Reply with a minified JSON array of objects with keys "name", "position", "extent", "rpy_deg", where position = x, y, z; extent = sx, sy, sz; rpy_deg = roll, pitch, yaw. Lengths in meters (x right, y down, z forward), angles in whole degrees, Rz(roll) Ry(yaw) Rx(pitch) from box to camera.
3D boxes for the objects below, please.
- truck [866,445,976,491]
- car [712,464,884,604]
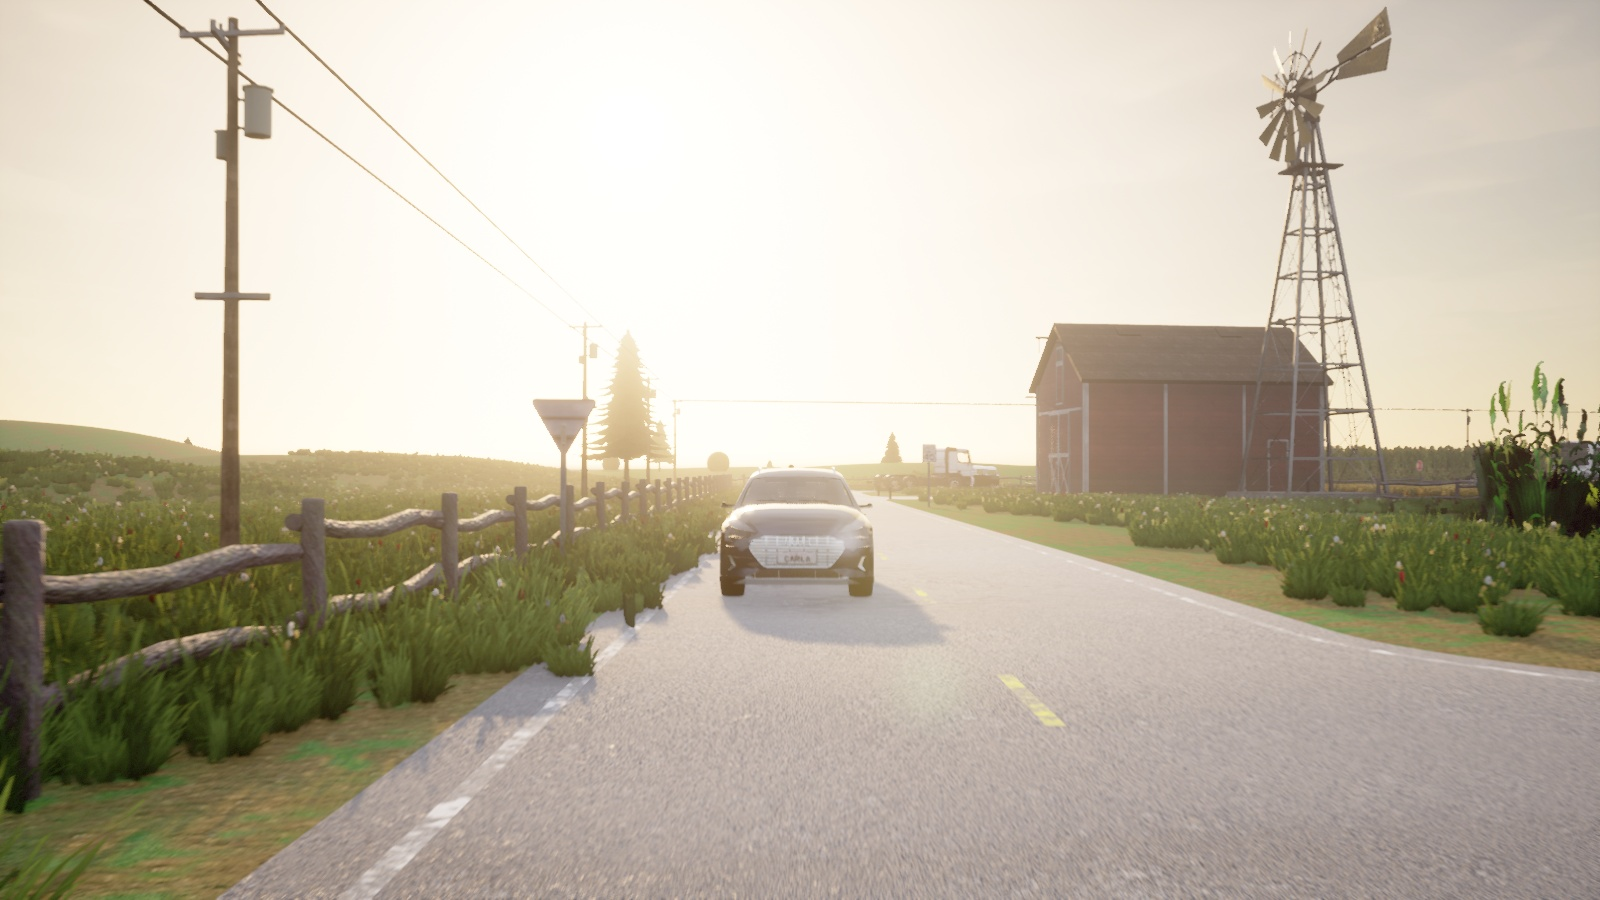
[{"name":"truck","position":[9.319,1.407,96.534],"extent":[7.936,3.462,2.891],"rpy_deg":[0,-1,-19]},{"name":"car","position":[-0.036,1.034,17.282],"extent":[2.033,1.649,4.856],"rpy_deg":[0,-1,0]}]
